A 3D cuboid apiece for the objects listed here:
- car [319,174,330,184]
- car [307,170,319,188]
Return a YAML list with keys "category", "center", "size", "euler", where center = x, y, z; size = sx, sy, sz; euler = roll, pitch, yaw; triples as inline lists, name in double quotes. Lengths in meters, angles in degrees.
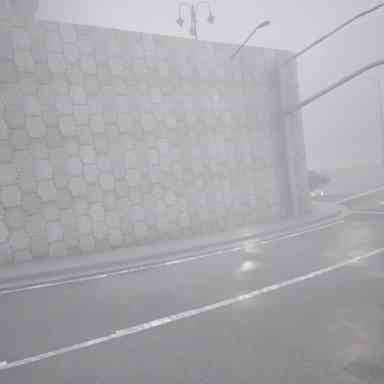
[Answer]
- category: "car"
  center: [10.711, -1.347, 31.813]
  size: [1.837, 1.490, 4.892]
  euler: [-11, 7, -34]
- category: "car"
  center: [8.043, -0.742, 29.604]
  size: [2.033, 1.411, 5.357]
  euler: [-11, 7, -35]
